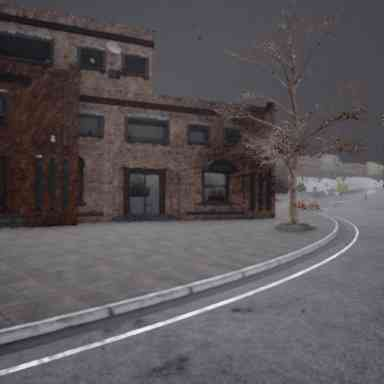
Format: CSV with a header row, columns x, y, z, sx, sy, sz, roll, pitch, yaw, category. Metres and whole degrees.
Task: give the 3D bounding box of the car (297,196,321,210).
x,y,z,sx,sy,sz,roll,pitch,yaw,category
14.413,1.347,41.987,2.097,1.767,4.553,0,-1,-6,car
